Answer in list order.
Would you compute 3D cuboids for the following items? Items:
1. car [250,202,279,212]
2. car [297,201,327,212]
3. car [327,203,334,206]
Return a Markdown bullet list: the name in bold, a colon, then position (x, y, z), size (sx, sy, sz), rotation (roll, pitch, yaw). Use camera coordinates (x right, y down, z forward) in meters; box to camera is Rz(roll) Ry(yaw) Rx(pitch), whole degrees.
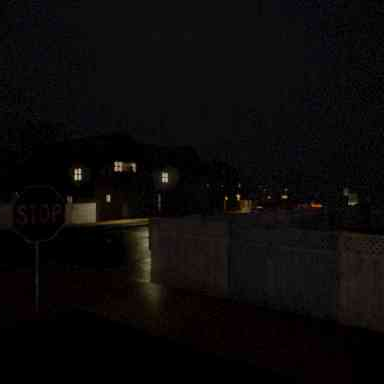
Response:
- **car**: position (7.931, 1.874, 36.208), size (1.837, 1.490, 4.892), rotation (0, 0, 35)
- **car**: position (14.417, 1.813, 40.437), size (2.097, 1.767, 4.553), rotation (0, -1, 36)
- **car**: position (20.064, 2.187, 48.585), size (1.895, 1.301, 4.718), rotation (0, -1, 35)
